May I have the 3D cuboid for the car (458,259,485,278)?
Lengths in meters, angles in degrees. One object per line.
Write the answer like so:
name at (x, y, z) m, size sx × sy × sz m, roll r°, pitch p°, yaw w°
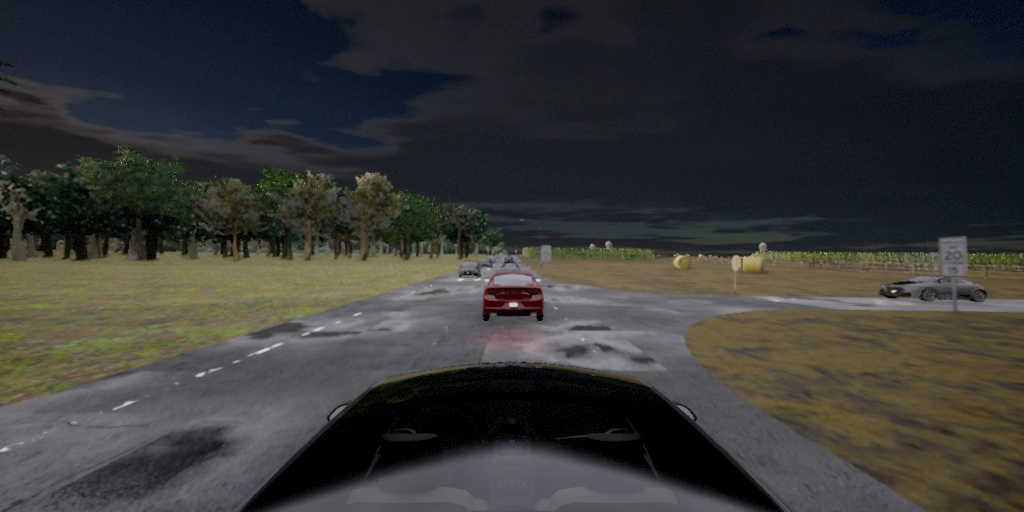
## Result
car at (-3.845, 1.211, 33.409) m, size 1.837 × 1.490 × 4.892 m, roll 0°, pitch 0°, yaw 0°

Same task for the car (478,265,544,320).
car at (0.025, 1.236, 12.691) m, size 1.882 × 1.535 × 5.008 m, roll 0°, pitch 0°, yaw 0°

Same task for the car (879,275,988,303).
car at (22.462, 1.729, 19.246) m, size 4.181 × 1.385 × 1.994 m, roll 1°, pitch -1°, yaw 0°

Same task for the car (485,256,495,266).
car at (-3.985, 1.111, 54.091) m, size 1.994 × 1.385 × 4.181 m, roll 0°, pitch 1°, yaw 0°

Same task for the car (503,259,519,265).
car at (-0.153, 1.269, 33.643) m, size 1.994 × 1.385 × 4.181 m, roll 0°, pitch 0°, yaw -1°
